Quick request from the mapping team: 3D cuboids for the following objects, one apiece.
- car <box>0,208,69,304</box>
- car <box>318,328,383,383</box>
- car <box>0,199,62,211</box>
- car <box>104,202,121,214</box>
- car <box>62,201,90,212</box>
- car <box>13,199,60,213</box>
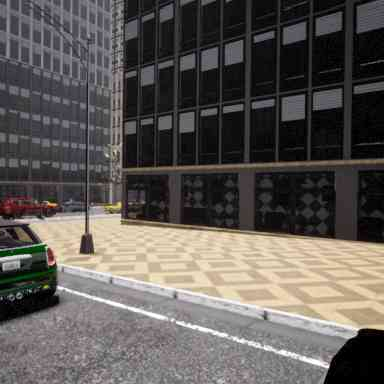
[{"bbox_3d":[-4.988,1.348,7.251,4.553,1.767,2.097,0,0,36],"label":"car"},{"bbox_3d":[3.009,1.601,1.533,4.718,1.301,1.895,0,0,36],"label":"car"},{"bbox_3d":[-14.915,1.518,30.143,2.192,1.841,5.009,1,0,37],"label":"car"},{"bbox_3d":[-8.100,1.828,39.341,1.752,1.417,4.829,1,0,37],"label":"car"},{"bbox_3d":[-14.515,1.748,40.393,1.994,1.385,4.181,1,0,37],"label":"car"},{"bbox_3d":[-18.394,1.641,39.524,1.752,1.417,4.829,1,0,37],"label":"car"}]
